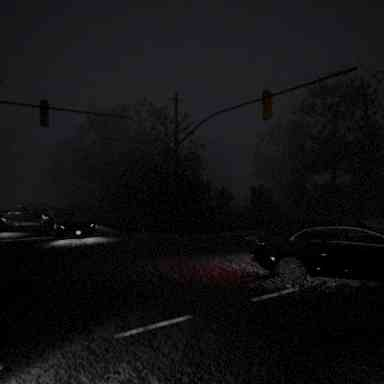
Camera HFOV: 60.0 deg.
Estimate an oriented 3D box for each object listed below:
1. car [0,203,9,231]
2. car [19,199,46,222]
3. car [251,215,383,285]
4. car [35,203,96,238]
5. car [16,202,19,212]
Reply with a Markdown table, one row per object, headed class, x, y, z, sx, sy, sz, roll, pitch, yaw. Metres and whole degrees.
| class | x | y | z | sx | sy | sz | roll | pitch | yaw |
| --- | --- | --- | --- | --- | --- | --- | --- | --- | --- |
| car | -12.395 | 1.507 | 20.121 | 1.837 | 1.490 | 4.892 | 0 | 0 | -32 |
| car | -12.672 | 1.495 | 27.176 | 1.882 | 1.535 | 5.008 | 0 | 0 | -31 |
| car | 3.983 | 1.491 | 8.380 | 4.902 | 1.511 | 2.128 | 0 | 1 | 17 |
| car | -6.868 | 1.546 | 18.065 | 2.033 | 1.411 | 5.357 | 0 | 0 | -33 |
| car | -20.196 | 1.636 | 40.295 | 1.812 | 1.442 | 4.674 | 0 | 0 | -28 |
